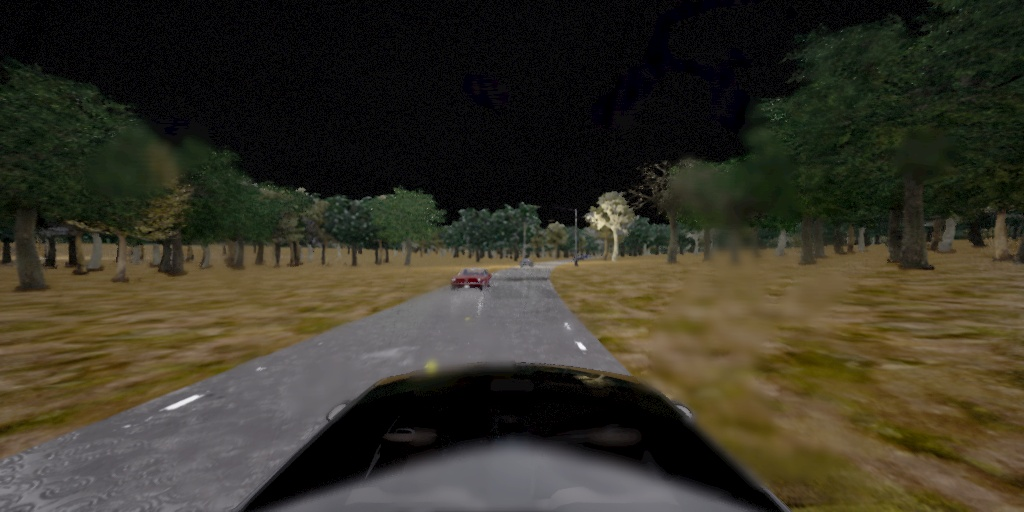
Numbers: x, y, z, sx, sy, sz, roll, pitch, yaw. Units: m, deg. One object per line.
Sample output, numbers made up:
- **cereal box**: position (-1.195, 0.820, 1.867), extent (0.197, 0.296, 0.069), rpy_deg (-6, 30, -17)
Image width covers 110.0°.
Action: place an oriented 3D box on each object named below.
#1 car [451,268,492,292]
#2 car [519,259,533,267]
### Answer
- **car**: position (-2.425, 1.413, 22.281), extent (1.895, 1.301, 4.718), rpy_deg (0, 0, 4)
- **car**: position (2.570, 1.242, 63.265), extent (2.033, 1.411, 5.357), rpy_deg (0, 0, 11)
